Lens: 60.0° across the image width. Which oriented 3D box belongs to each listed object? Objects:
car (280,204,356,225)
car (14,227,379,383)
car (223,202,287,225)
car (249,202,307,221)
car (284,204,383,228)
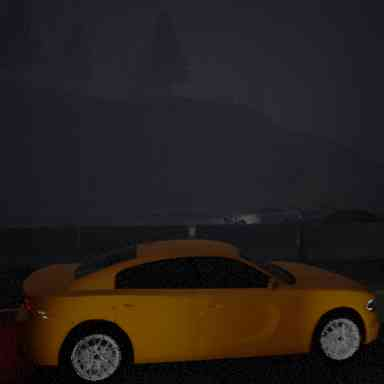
[{"bbox_3d":[8.911,1.585,23.716,4.718,1.301,1.895,0,0,-4],"label":"car"},{"bbox_3d":[0.180,1.475,4.946,5.008,1.535,1.882,0,0,-8],"label":"car"},{"bbox_3d":[4.172,1.513,19.751,4.674,1.442,1.812,0,0,-6],"label":"car"},{"bbox_3d":[6.909,1.547,27.024,4.181,1.385,1.994,0,0,-5],"label":"car"},{"bbox_3d":[7.296,1.514,16.540,4.674,1.442,1.812,0,0,-5],"label":"car"}]
